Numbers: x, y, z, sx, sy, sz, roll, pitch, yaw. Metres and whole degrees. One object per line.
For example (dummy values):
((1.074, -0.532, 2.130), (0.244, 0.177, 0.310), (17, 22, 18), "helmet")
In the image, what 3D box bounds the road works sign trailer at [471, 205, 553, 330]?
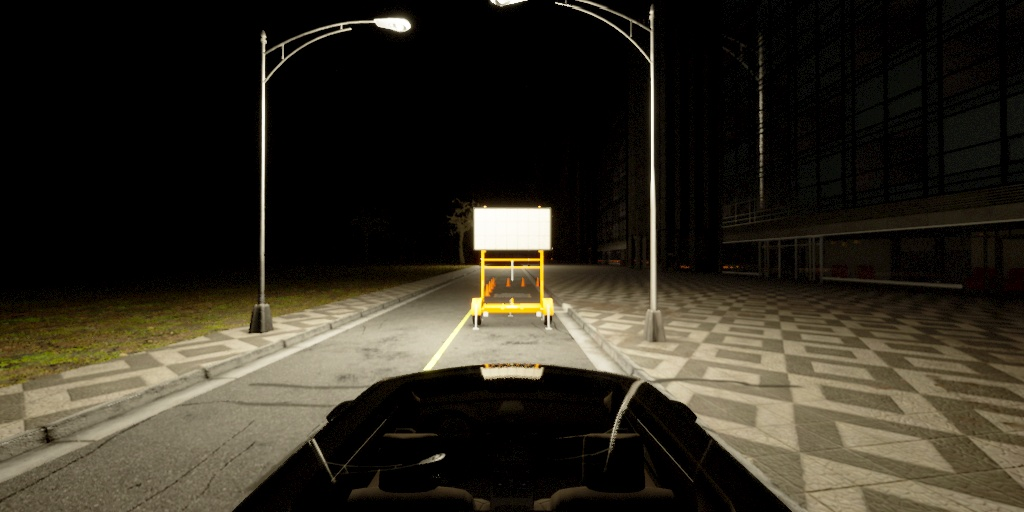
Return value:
((0.010, 0.230, 11.189), (2.380, 3.560, 2.880), (0, 0, 0), "road works sign trailer")
